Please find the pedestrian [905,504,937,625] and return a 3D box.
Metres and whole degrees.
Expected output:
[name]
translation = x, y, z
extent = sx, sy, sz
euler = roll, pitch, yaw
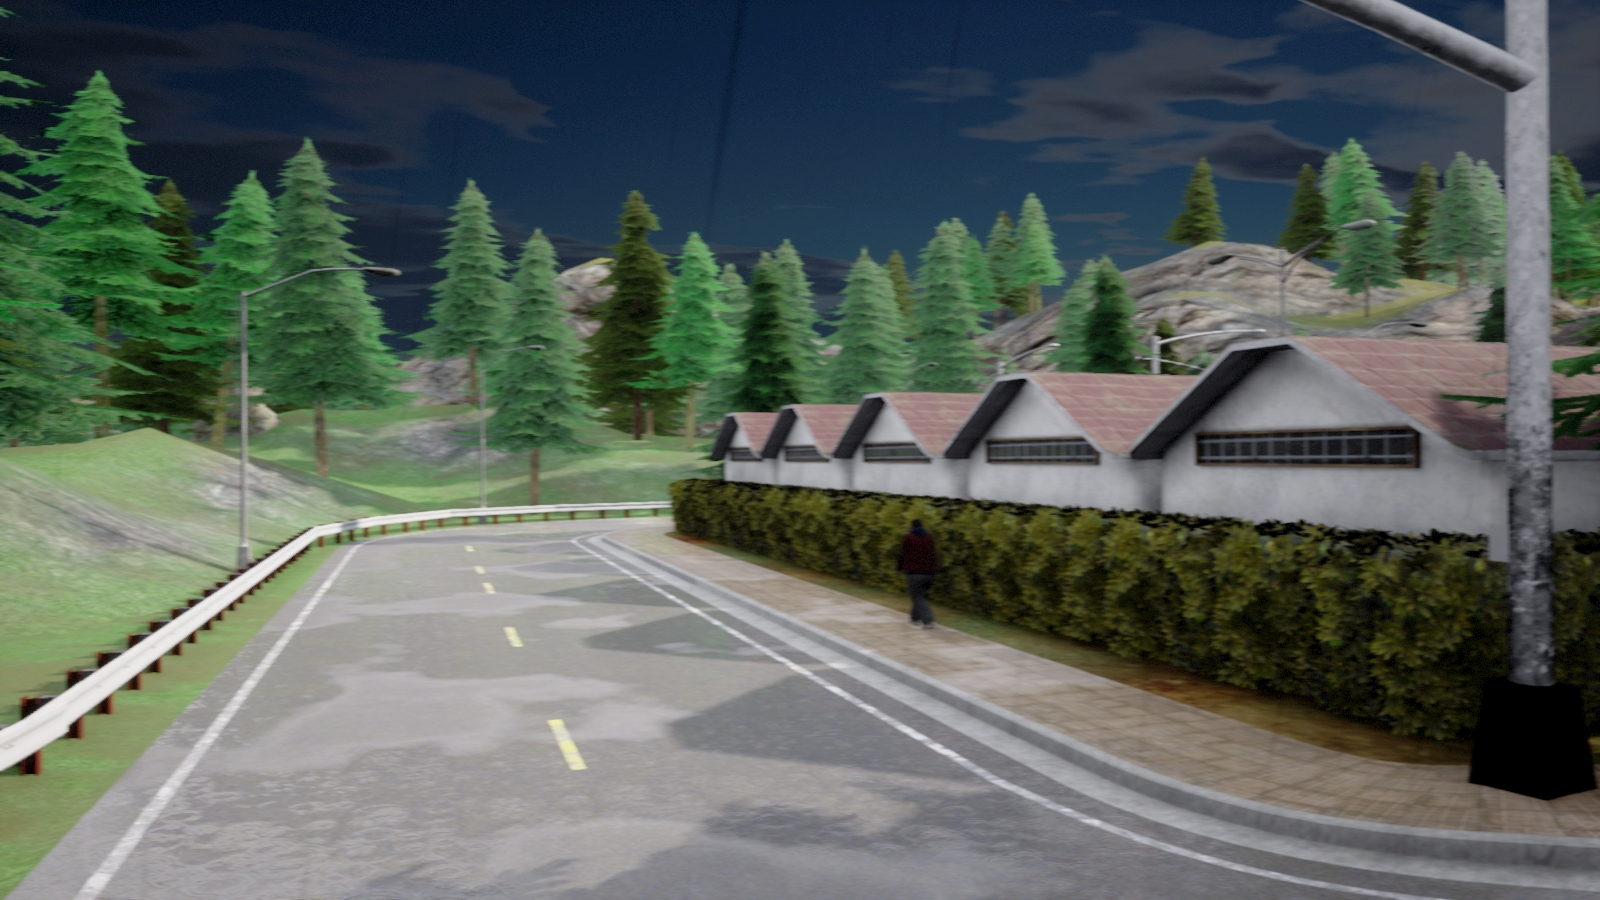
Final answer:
[pedestrian]
translation = 1.906, 1.799, 18.052
extent = 0.375, 1.860, 0.375
euler = 0, 0, -18
